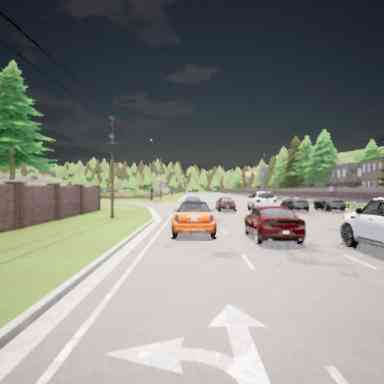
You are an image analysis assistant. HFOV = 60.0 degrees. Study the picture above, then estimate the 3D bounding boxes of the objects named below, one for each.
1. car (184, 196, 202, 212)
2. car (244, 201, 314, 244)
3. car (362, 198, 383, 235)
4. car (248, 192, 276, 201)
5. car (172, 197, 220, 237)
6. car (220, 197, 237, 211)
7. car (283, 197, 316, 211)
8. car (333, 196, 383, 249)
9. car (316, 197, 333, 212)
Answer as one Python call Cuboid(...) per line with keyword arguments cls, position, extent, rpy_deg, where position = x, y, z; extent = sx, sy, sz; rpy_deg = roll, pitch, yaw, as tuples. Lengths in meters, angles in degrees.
Cuboid(cls="car", position=(0.099, 1.244, 36.187), extent=(1.882, 1.535, 5.008), rpy_deg=(0, 0, 0))
Cuboid(cls="car", position=(3.599, 1.380, 15.184), extent=(1.882, 1.535, 5.008), rpy_deg=(0, 0, 0))
Cuboid(cls="car", position=(10.600, 1.246, 16.451), extent=(2.097, 1.767, 4.553), rpy_deg=(0, 0, 0))
Cuboid(cls="car", position=(7.099, 1.002, 34.132), extent=(2.150, 2.045, 5.566), rpy_deg=(0, 0, 0))
Cuboid(cls="car", position=(0.099, 1.242, 17.239), extent=(2.097, 1.767, 4.553), rpy_deg=(0, 0, 0))
Cuboid(cls="car", position=(3.599, 1.295, 35.765), extent=(1.812, 1.442, 4.674), rpy_deg=(0, 0, 0))
Cuboid(cls="car", position=(10.598, 1.271, 34.421), extent=(2.128, 1.511, 4.902), rpy_deg=(0, 0, 0))
Cuboid(cls="car", position=(7.099, 1.149, 11.182), extent=(2.150, 2.045, 5.566), rpy_deg=(0, 0, 0))
Cuboid(cls="car", position=(14.098, 1.271, 34.416), extent=(2.128, 1.511, 4.902), rpy_deg=(0, 0, 0))
